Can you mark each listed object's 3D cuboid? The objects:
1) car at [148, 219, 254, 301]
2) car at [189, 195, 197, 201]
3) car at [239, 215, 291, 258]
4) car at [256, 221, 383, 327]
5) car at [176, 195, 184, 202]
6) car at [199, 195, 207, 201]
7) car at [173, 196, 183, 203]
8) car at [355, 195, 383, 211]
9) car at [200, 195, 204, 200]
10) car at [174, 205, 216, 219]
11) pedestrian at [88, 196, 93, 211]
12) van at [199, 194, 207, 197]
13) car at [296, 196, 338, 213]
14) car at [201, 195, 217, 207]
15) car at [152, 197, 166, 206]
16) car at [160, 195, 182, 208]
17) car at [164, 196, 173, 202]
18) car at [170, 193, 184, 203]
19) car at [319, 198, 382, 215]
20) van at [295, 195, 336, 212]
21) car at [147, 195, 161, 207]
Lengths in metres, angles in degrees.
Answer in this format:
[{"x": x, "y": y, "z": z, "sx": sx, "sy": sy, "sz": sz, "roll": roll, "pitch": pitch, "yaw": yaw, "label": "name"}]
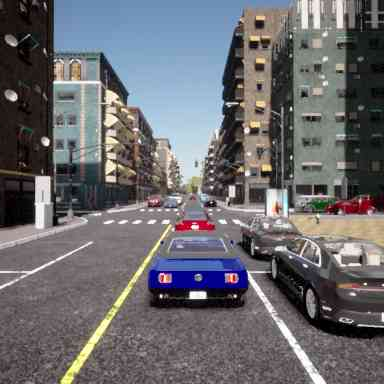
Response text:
[{"x": 0.119, "y": 1.603, "z": 8.311, "sx": 1.895, "sy": 1.301, "sz": 4.718, "roll": 0, "pitch": 0, "yaw": 0, "label": "car"}, {"x": 0.208, "y": 1.561, "z": 90.120, "sx": 1.812, "sy": 1.442, "sz": 4.674, "roll": 0, "pitch": 0, "yaw": 0, "label": "car"}, {"x": 2.859, "y": 1.555, "z": 12.495, "sx": 2.008, "sy": 1.369, "sz": 4.403, "roll": 1, "pitch": 0, "yaw": 0, "label": "car"}, {"x": 2.846, "y": 1.553, "z": 6.925, "sx": 2.008, "sy": 1.369, "sz": 4.403, "roll": 1, "pitch": 0, "yaw": 0, "label": "car"}, {"x": -2.817, "y": 1.532, "z": 79.024, "sx": 1.837, "sy": 1.490, "sz": 4.892, "roll": 0, "pitch": 0, "yaw": 0, "label": "car"}, {"x": 2.909, "y": 1.581, "z": 89.686, "sx": 1.887, "sy": 1.381, "sz": 4.507, "roll": 1, "pitch": 0, "yaw": 0, "label": "car"}, {"x": -2.850, "y": 1.591, "z": 68.615, "sx": 1.994, "sy": 1.385, "sz": 4.181, "roll": 0, "pitch": 0, "yaw": 0, "label": "car"}, {"x": 19.377, "y": 1.228, "z": 37.431, "sx": 5.009, "sy": 1.841, "sz": 2.192, "roll": 0, "pitch": 0, "yaw": 1, "label": "car"}, {"x": 2.831, "y": 1.603, "z": 56.259, "sx": 1.802, "sy": 1.307, "sz": 4.206, "roll": 1, "pitch": 0, "yaw": 0, "label": "car"}, {"x": 0.135, "y": 1.569, "z": 17.174, "sx": 1.994, "sy": 1.385, "sz": 4.181, "roll": 0, "pitch": 0, "yaw": 0, "label": "car"}, {"x": -12.435, "y": 1.347, "z": 40.688, "sx": 0.375, "sy": 1.860, "sz": 0.375, "roll": 0, "pitch": 0, "yaw": 1, "label": "pedestrian"}, {"x": 2.885, "y": 1.373, "z": 78.545, "sx": 1.690, "sy": 1.788, "sz": 3.998, "roll": 1, "pitch": 0, "yaw": 0, "label": "van"}, {"x": 13.415, "y": 1.272, "z": 34.904, "sx": 4.553, "sy": 1.767, "sz": 2.097, "roll": 0, "pitch": -1, "yaw": 1, "label": "car"}, {"x": 2.818, "y": 1.585, "z": 50.688, "sx": 1.947, "sy": 1.339, "sz": 4.313, "roll": 1, "pitch": 0, "yaw": 0, "label": "car"}, {"x": -5.549, "y": 1.566, "z": 56.319, "sx": 1.887, "sy": 1.381, "sz": 4.507, "roll": 1, "pitch": 0, "yaw": 0, "label": "car"}, {"x": -2.990, "y": 1.565, "z": 48.672, "sx": 2.033, "sy": 1.411, "sz": 5.357, "roll": 0, "pitch": 0, "yaw": 1, "label": "car"}, {"x": -5.497, "y": 1.597, "z": 78.603, "sx": 1.947, "sy": 1.339, "sz": 4.313, "roll": 1, "pitch": 0, "yaw": 0, "label": "car"}, {"x": -2.942, "y": 1.244, "z": 58.673, "sx": 2.150, "sy": 2.045, "sz": 5.566, "roll": 0, "pitch": 0, "yaw": 1, "label": "car"}, {"x": 13.770, "y": 1.413, "z": 29.101, "sx": 4.206, "sy": 1.307, "sz": 1.802, "roll": 0, "pitch": 0, "yaw": 1, "label": "car"}, {"x": 13.850, "y": 1.296, "z": 37.483, "sx": 3.998, "sy": 1.788, "sz": 1.690, "roll": 0, "pitch": 0, "yaw": 1, "label": "van"}, {"x": -5.558, "y": 1.334, "z": 50.748, "sx": 2.192, "sy": 1.841, "sz": 5.009, "roll": 1, "pitch": 0, "yaw": 0, "label": "car"}]
